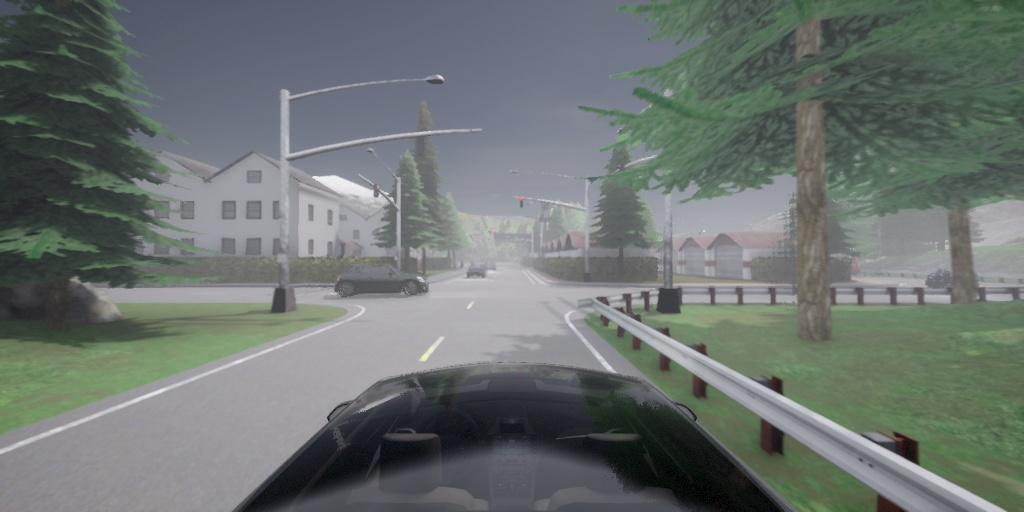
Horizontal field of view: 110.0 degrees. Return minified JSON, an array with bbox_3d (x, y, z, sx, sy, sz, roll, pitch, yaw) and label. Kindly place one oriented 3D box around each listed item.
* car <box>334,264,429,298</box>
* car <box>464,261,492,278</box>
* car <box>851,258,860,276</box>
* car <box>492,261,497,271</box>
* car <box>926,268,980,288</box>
[{"bbox_3d":[-6.720,1.202,18.879,4.553,1.767,2.097,0,-1,-12],"label":"car"},{"bbox_3d":[-3.588,1.531,37.481,2.033,1.411,5.357,0,0,0],"label":"car"},{"bbox_3d":[37.279,1.236,41.869,2.150,2.045,5.566,0,0,-1],"label":"car"},{"bbox_3d":[-3.522,1.612,57.989,2.128,1.511,4.902,0,-1,1],"label":"car"},{"bbox_3d":[29.004,1.480,23.560,4.718,1.301,1.895,0,0,-34],"label":"car"}]
